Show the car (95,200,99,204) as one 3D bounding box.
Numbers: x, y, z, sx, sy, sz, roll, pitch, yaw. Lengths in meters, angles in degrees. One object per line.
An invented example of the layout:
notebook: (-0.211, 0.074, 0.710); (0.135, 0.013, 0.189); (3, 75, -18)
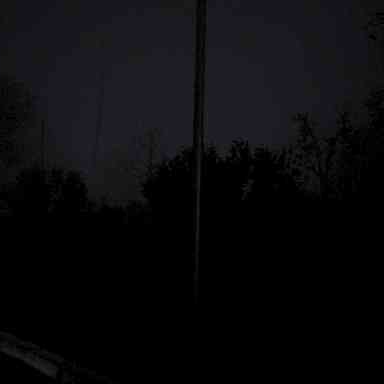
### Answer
car: (-15.478, 1.664, 48.306); (2.128, 1.511, 4.902); (2, -2, 19)
